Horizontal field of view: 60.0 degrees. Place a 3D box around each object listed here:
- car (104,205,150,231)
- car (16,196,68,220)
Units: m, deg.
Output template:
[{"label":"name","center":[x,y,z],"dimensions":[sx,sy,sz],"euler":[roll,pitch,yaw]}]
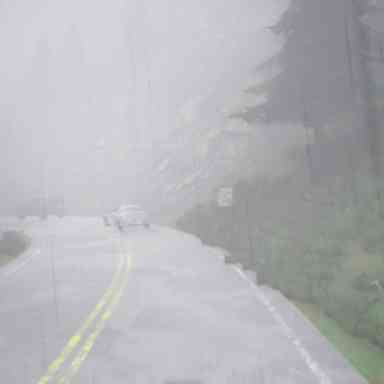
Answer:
[{"label":"car","center":[-4.046,1.498,20.428],"dimensions":[1.812,1.442,4.674],"euler":[-2,1,-28]},{"label":"car","center":[-13.908,1.456,30.712],"dimensions":[5.566,2.045,2.150],"euler":[-3,2,33]}]
